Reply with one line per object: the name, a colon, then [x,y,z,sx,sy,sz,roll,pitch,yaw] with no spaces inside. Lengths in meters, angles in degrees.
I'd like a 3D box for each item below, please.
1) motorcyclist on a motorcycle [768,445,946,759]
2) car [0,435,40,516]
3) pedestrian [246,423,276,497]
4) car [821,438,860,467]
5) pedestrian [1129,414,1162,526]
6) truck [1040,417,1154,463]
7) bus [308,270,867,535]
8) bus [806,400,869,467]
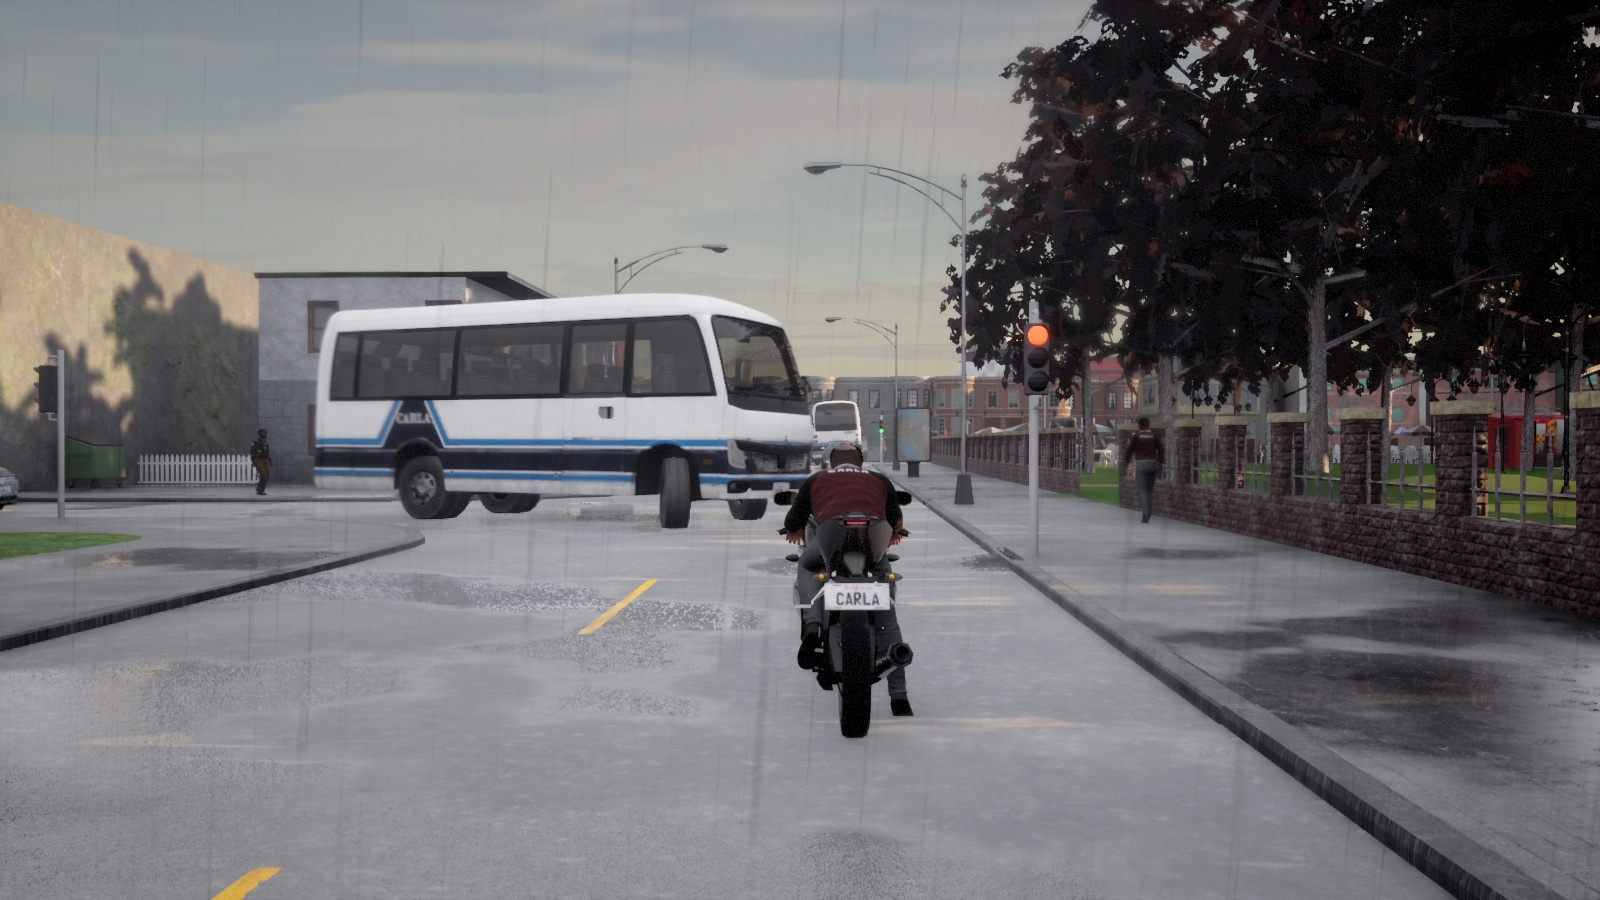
motorcyclist on a motorcycle: [0.271,0.741,7.237,0.866,1.530,2.191,0,0,0]
car: [-18.701,0.515,25.882,4.856,1.649,2.033,0,0,2]
pedestrian: [-14.158,0.258,32.987,0.692,1.930,0.395,0,0,28]
car: [2.339,0.116,72.704,2.152,1.651,5.027,0,0,2]
pedestrian: [6.018,0.337,21.876,0.402,1.930,0.666,0,0,2]
truck: [22.212,-0.750,94.248,7.936,3.462,2.891,0,0,2]
bus: [-4.235,-0.771,24.257,10.273,4.253,3.944,0,-1,27]
bus: [2.610,-1.125,87.933,3.944,4.253,10.273,-3,0,2]
